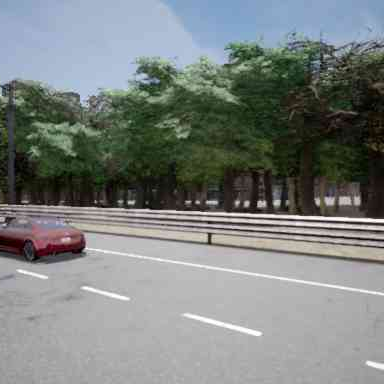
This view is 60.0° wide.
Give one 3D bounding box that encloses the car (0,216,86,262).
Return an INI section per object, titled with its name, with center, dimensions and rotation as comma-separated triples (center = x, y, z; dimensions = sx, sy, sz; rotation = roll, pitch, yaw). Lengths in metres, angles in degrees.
[car]
center = -5.870, 1.585, 12.365
dimensions = 4.181, 1.385, 1.994
rotation = 0, 0, 36
